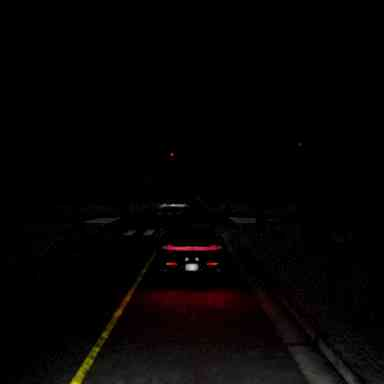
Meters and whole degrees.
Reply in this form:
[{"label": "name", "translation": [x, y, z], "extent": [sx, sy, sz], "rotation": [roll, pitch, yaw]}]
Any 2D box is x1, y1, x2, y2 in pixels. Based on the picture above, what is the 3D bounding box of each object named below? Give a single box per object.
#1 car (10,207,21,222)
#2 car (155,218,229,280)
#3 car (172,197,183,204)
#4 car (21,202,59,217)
[{"label": "car", "translation": [-14.775, 1.589, 23.165], "extent": [4.313, 1.339, 1.947], "rotation": [0, 0, 0]}, {"label": "car", "translation": [-0.001, 1.513, 10.020], "extent": [2.128, 1.511, 4.902], "rotation": [0, 0, 0]}, {"label": "car", "translation": [-2.793, 1.683, 63.100], "extent": [1.895, 1.301, 4.718], "rotation": [0, 0, 1]}, {"label": "car", "translation": [-14.771, 1.646, 31.191], "extent": [4.313, 1.339, 1.947], "rotation": [0, 0, 0]}]
